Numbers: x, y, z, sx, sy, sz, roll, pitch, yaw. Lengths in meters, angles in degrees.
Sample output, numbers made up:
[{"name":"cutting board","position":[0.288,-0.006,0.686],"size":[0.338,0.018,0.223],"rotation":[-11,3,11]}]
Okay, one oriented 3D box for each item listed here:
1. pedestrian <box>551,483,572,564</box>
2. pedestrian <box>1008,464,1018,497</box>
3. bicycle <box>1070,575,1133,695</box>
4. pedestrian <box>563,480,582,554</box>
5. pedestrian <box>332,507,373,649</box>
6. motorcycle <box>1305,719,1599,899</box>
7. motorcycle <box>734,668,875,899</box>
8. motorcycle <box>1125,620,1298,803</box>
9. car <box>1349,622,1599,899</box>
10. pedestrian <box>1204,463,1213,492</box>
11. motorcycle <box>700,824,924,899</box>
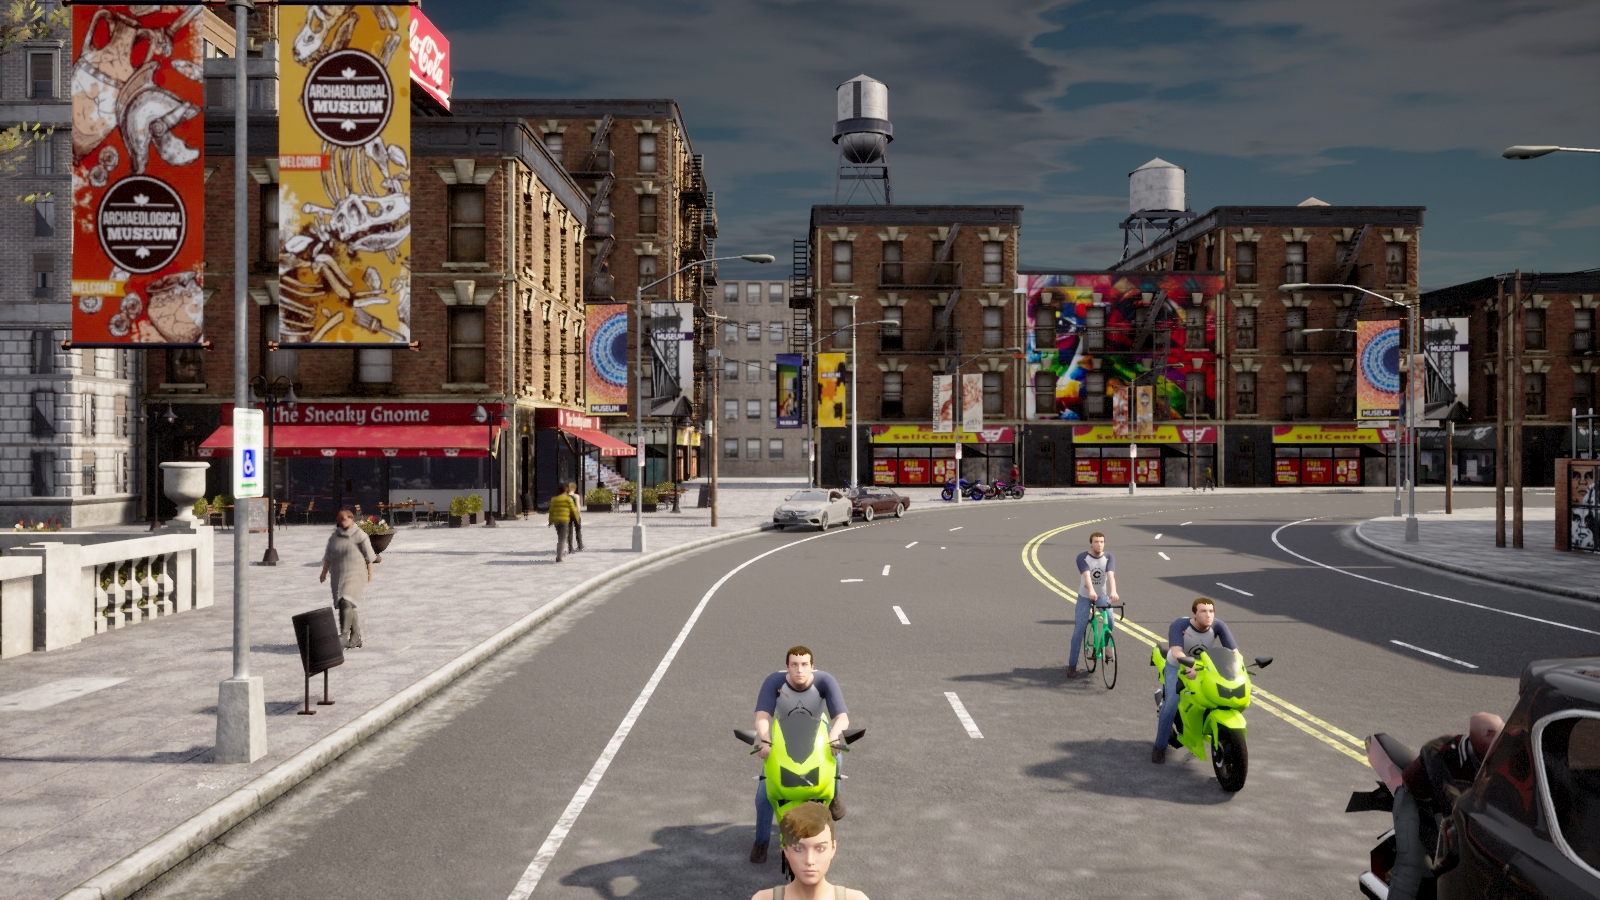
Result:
[{"name":"pedestrian","position":[-5.582,1.707,26.752],"size":[0.375,1.860,0.375],"rotation":[0,0,13]},{"name":"pedestrian","position":[12.097,1.723,64.923],"size":[0.375,1.860,0.375],"rotation":[0,0,-34]},{"name":"bicycle","position":[3.650,2.212,13.929],"size":[0.373,1.196,1.643],"rotation":[0,0,1]},{"name":"pedestrian","position":[-5.801,1.709,29.131],"size":[0.375,1.860,0.375],"rotation":[0,0,6]},{"name":"pedestrian","position":[-5.993,1.702,15.299],"size":[0.375,1.860,0.375],"rotation":[0,0,8]},{"name":"motorcycle","position":[3.502,2.236,5.850],"size":[0.867,1.251,2.209],"rotation":[1,-2,0]},{"name":"motorcycle","position":[0.030,2.215,7.575],"size":[0.803,1.145,2.033],"rotation":[0,0,0]},{"name":"motorcycle","position":[3.536,2.217,10.038],"size":[0.803,1.145,2.033],"rotation":[0,0,0]},{"name":"car","position":[3.469,1.778,2.202],"size":[2.150,2.045,5.566],"rotation":[0,0,0]},{"name":"pedestrian","position":[25.637,1.723,71.673],"size":[0.375,1.860,0.375],"rotation":[0,0,-18]},{"name":"motorcycle","position":[0.039,2.172,3.492],"size":[0.764,1.277,2.356],"rotation":[0,0,0]}]
